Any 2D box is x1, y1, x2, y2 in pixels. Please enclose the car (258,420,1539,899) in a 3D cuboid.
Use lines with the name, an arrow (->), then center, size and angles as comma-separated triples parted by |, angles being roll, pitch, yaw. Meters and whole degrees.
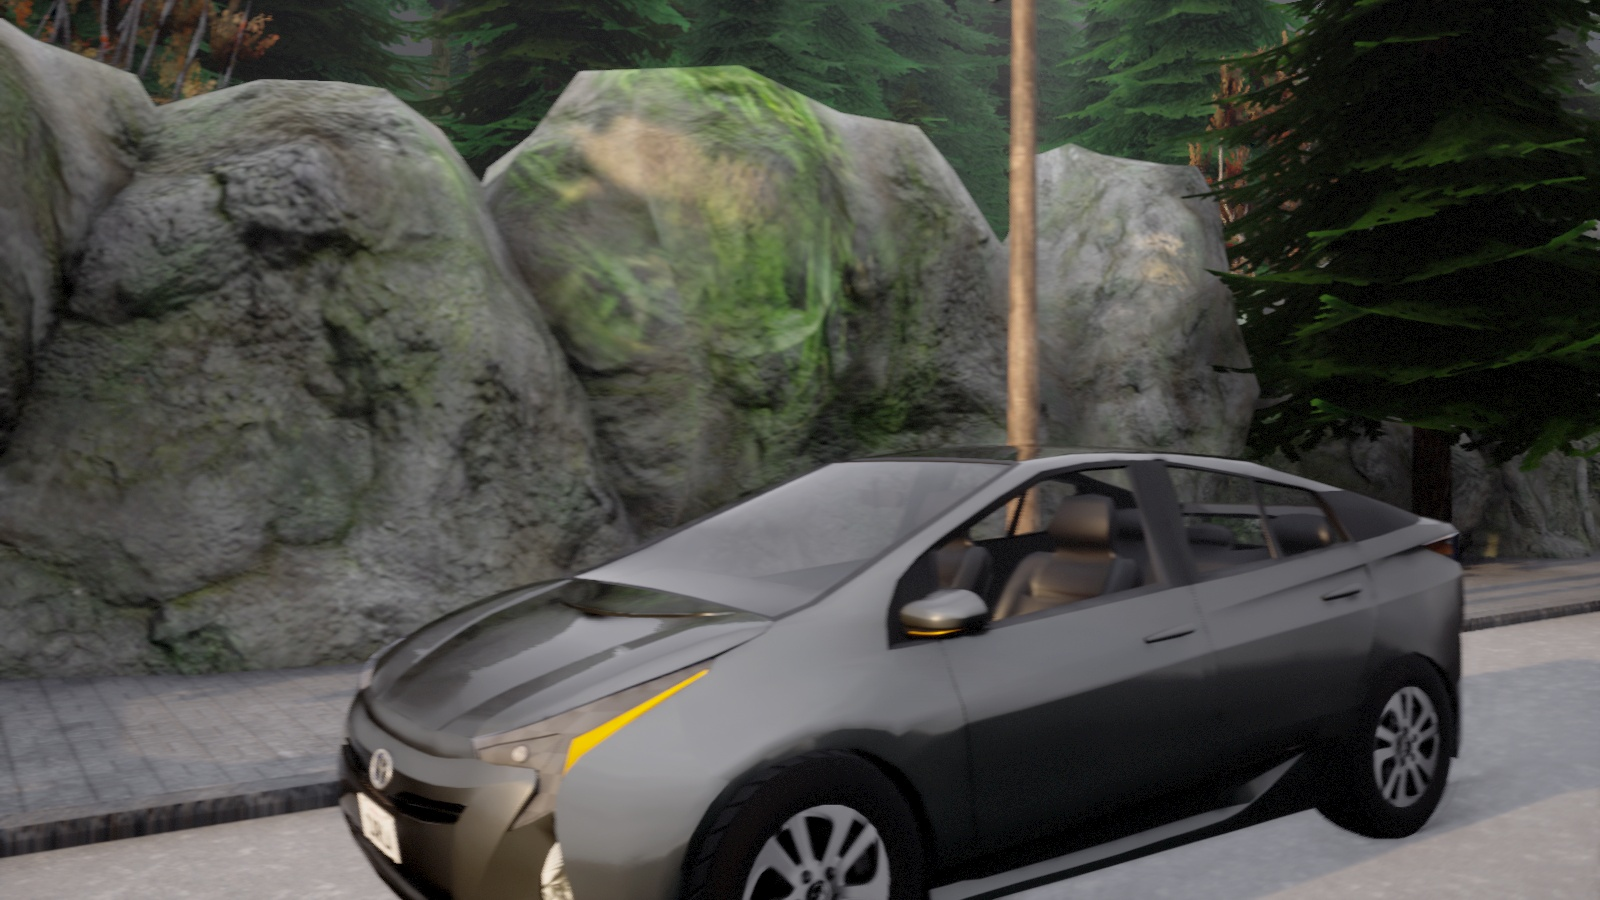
car -> 0.605, 0.701, 4.689 | 4.514, 1.525, 2.007 | 0, 0, -35
